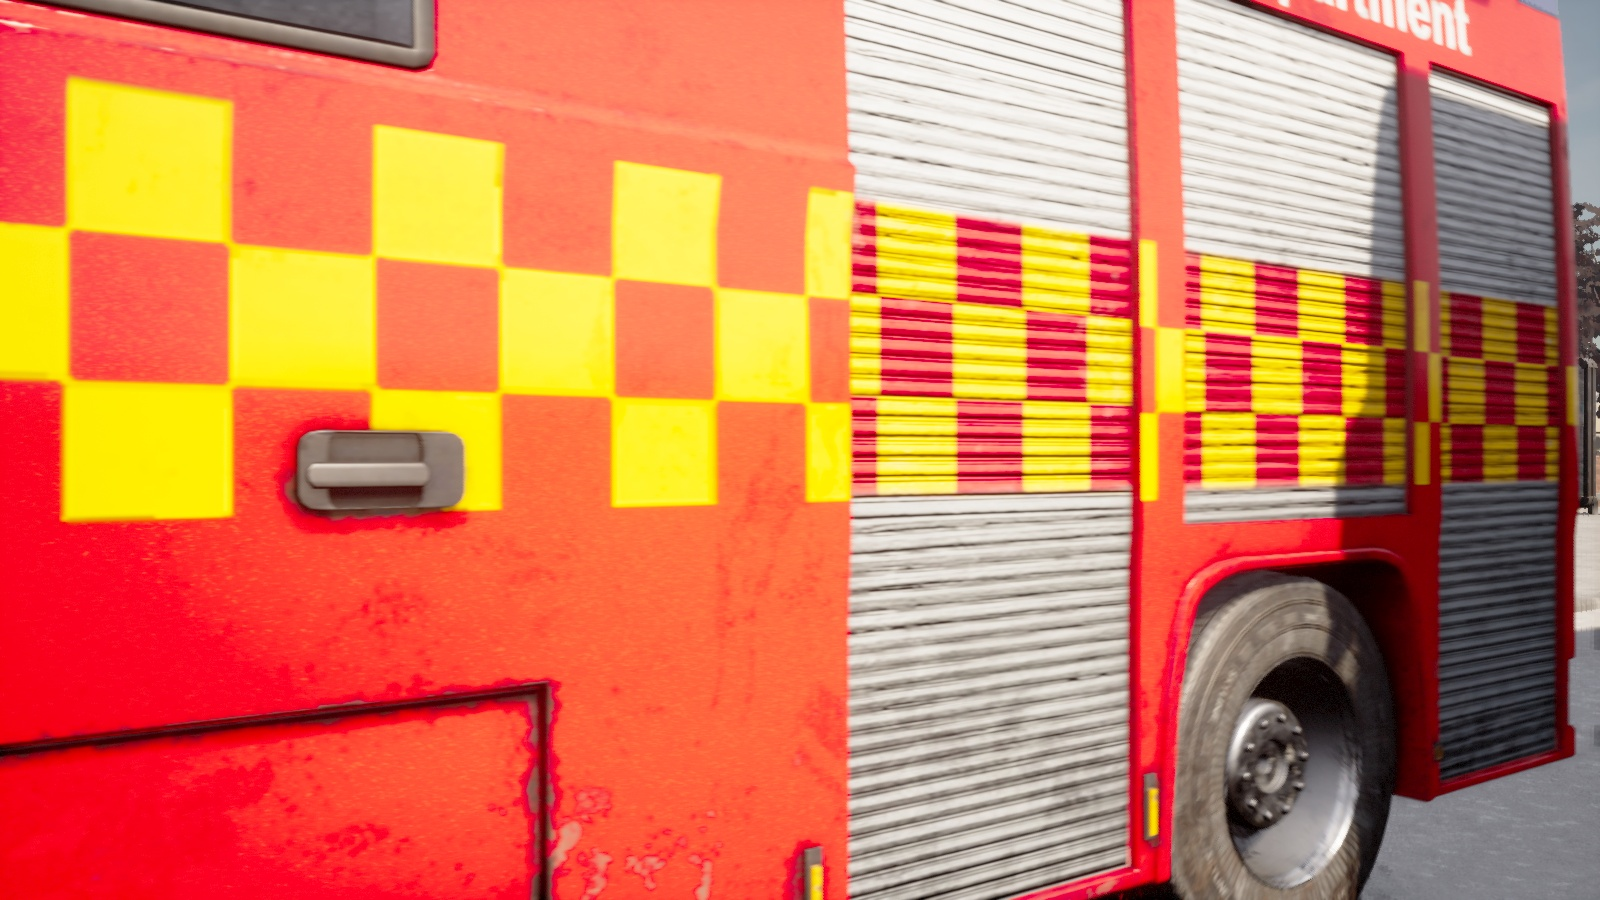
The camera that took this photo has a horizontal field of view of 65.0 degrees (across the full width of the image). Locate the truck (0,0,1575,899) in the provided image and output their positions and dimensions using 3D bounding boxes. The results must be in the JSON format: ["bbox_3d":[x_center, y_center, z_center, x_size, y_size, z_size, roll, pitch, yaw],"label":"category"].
[{"bbox_3d":[-1.559,-0.409,3.192,8.468,3.827,2.891,0,0,-35],"label":"truck"}]
